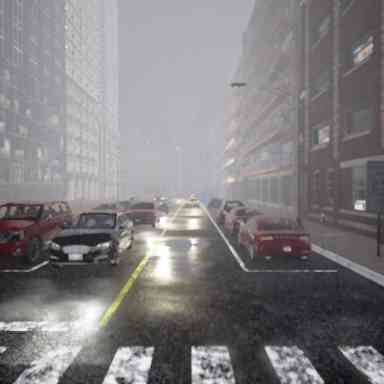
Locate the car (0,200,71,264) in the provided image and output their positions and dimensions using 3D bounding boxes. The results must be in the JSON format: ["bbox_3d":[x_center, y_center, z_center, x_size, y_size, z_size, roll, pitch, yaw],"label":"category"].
[{"bbox_3d":[-5.691,1.234,11.620,2.192,1.841,5.009,0,0,0],"label":"car"}]

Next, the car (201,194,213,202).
[{"bbox_3d":[2.712,1.151,61.365,1.887,1.381,4.507,0,0,0],"label":"car"}]

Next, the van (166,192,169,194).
[{"bbox_3d":[-5.670,0.947,61.368,1.690,1.788,3.998,0,0,0],"label":"van"}]

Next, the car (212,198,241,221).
[{"bbox_3d":[2.694,1.285,22.671,1.967,1.590,4.097,0,0,0],"label":"car"}]

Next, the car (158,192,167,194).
[{"bbox_3d":[-5.671,1.183,55.842,1.887,1.381,4.507,0,0,0],"label":"car"}]

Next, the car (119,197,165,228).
[{"bbox_3d":[-3.073,1.331,21.390,1.882,1.535,5.008,0,0,0],"label":"car"}]

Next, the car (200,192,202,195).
[{"bbox_3d":[0.022,1.154,51.925,2.128,1.511,4.902,0,0,0],"label":"car"}]

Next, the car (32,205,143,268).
[{"bbox_3d":[-3.097,1.414,11.107,2.128,1.511,4.902,0,0,-2],"label":"car"}]

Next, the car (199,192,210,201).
[{"bbox_3d":[2.714,0.857,72.419,2.192,1.841,5.009,0,0,0],"label":"car"}]

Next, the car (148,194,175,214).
[{"bbox_3d":[-3.073,1.277,31.827,2.128,1.511,4.902,0,0,0],"label":"car"}]

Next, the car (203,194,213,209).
[{"bbox_3d":[2.702,1.305,39.255,1.947,1.339,4.313,0,0,0],"label":"car"}]

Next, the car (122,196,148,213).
[{"bbox_3d":[-5.681,1.213,33.731,1.967,1.590,4.097,0,0,0],"label":"car"}]

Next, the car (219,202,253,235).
[{"bbox_3d":[2.692,1.427,17.144,1.887,1.381,4.507,0,0,0],"label":"car"}]

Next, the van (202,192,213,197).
[{"bbox_3d":[2.708,0.980,55.836,1.690,1.788,3.998,0,0,0],"label":"van"}]

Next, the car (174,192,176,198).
[{"bbox_3d":[-5.659,1.062,83.479,1.802,1.307,4.206,0,0,0],"label":"car"}]

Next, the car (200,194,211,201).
[{"bbox_3d":[2.714,1.125,66.892,2.008,1.369,4.403,0,0,0],"label":"car"}]

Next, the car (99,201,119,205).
[{"bbox_3d":[-5.685,1.389,22.676,1.887,1.381,4.507,0,0,0],"label":"car"}]

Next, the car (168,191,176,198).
[{"bbox_3d":[-5.657,0.737,94.533,2.192,1.841,5.009,0,0,0],"label":"car"}]

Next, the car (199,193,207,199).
[{"bbox_3d":[2.721,1.047,83.475,1.947,1.339,4.313,0,0,0],"label":"car"}]

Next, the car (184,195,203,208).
[{"bbox_3d":[0.017,1.324,41.949,1.895,1.301,4.718,0,0,0],"label":"car"}]

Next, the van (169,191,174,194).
[{"bbox_3d":[-5.663,0.852,77.950,1.690,1.788,3.998,0,0,0],"label":"van"}]

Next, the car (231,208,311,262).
[{"bbox_3d":[2.690,1.464,11.617,1.887,1.381,4.507,0,0,0],"label":"car"}]
